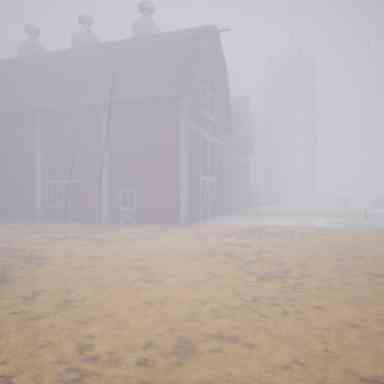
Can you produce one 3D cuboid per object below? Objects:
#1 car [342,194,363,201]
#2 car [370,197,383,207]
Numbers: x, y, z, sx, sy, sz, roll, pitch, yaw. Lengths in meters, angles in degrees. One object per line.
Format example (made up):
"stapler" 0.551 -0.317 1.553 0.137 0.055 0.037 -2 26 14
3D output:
"car" 39.107 1.270 80.434 3.988 1.617 1.851 0 0 19
"car" 28.668 1.433 49.116 4.181 1.381 1.994 0 0 19
